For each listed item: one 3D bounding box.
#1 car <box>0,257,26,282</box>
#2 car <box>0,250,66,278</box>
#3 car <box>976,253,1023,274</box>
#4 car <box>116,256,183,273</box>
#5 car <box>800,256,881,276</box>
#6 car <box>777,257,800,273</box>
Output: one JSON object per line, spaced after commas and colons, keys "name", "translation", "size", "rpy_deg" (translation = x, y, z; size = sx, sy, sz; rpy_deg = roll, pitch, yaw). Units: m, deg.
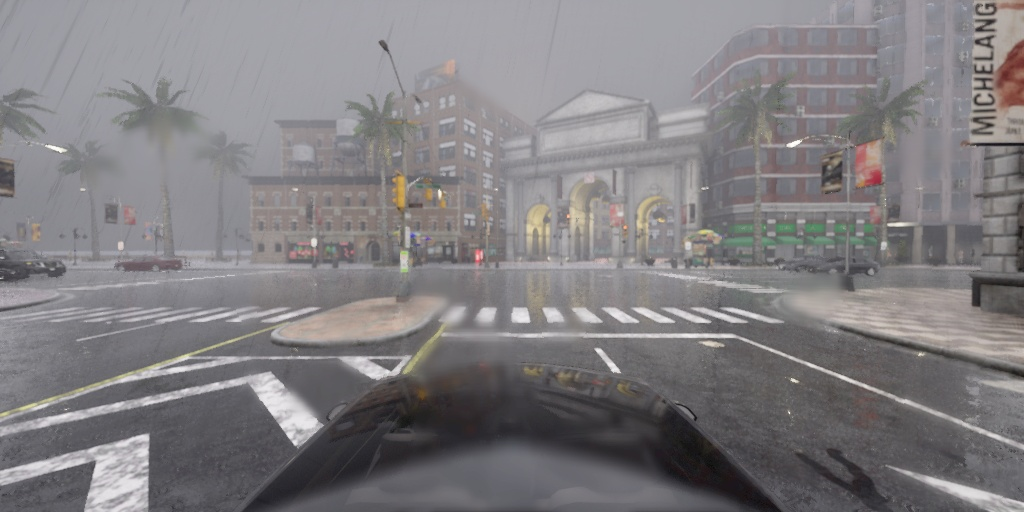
{"name": "car", "translation": [-33.828, 0.969, 21.859], "size": [5.357, 1.411, 2.033], "rpy_deg": [0, 1, 1]}
{"name": "car", "translation": [-35.273, 0.586, 25.376], "size": [5.566, 2.045, 2.150], "rpy_deg": [0, 1, 1]}
{"name": "car", "translation": [44.291, 0.617, 31.223], "size": [4.553, 1.767, 2.097], "rpy_deg": [0, 1, 8]}
{"name": "car", "translation": [-32.866, 0.725, 32.538], "size": [5.008, 1.535, 1.882], "rpy_deg": [0, 1, 1]}
{"name": "car", "translation": [26.290, 0.813, 28.495], "size": [4.892, 1.490, 1.837], "rpy_deg": [-1, 1, 1]}
{"name": "car", "translation": [26.516, 0.743, 31.987], "size": [4.902, 1.511, 2.128], "rpy_deg": [0, 1, 1]}
